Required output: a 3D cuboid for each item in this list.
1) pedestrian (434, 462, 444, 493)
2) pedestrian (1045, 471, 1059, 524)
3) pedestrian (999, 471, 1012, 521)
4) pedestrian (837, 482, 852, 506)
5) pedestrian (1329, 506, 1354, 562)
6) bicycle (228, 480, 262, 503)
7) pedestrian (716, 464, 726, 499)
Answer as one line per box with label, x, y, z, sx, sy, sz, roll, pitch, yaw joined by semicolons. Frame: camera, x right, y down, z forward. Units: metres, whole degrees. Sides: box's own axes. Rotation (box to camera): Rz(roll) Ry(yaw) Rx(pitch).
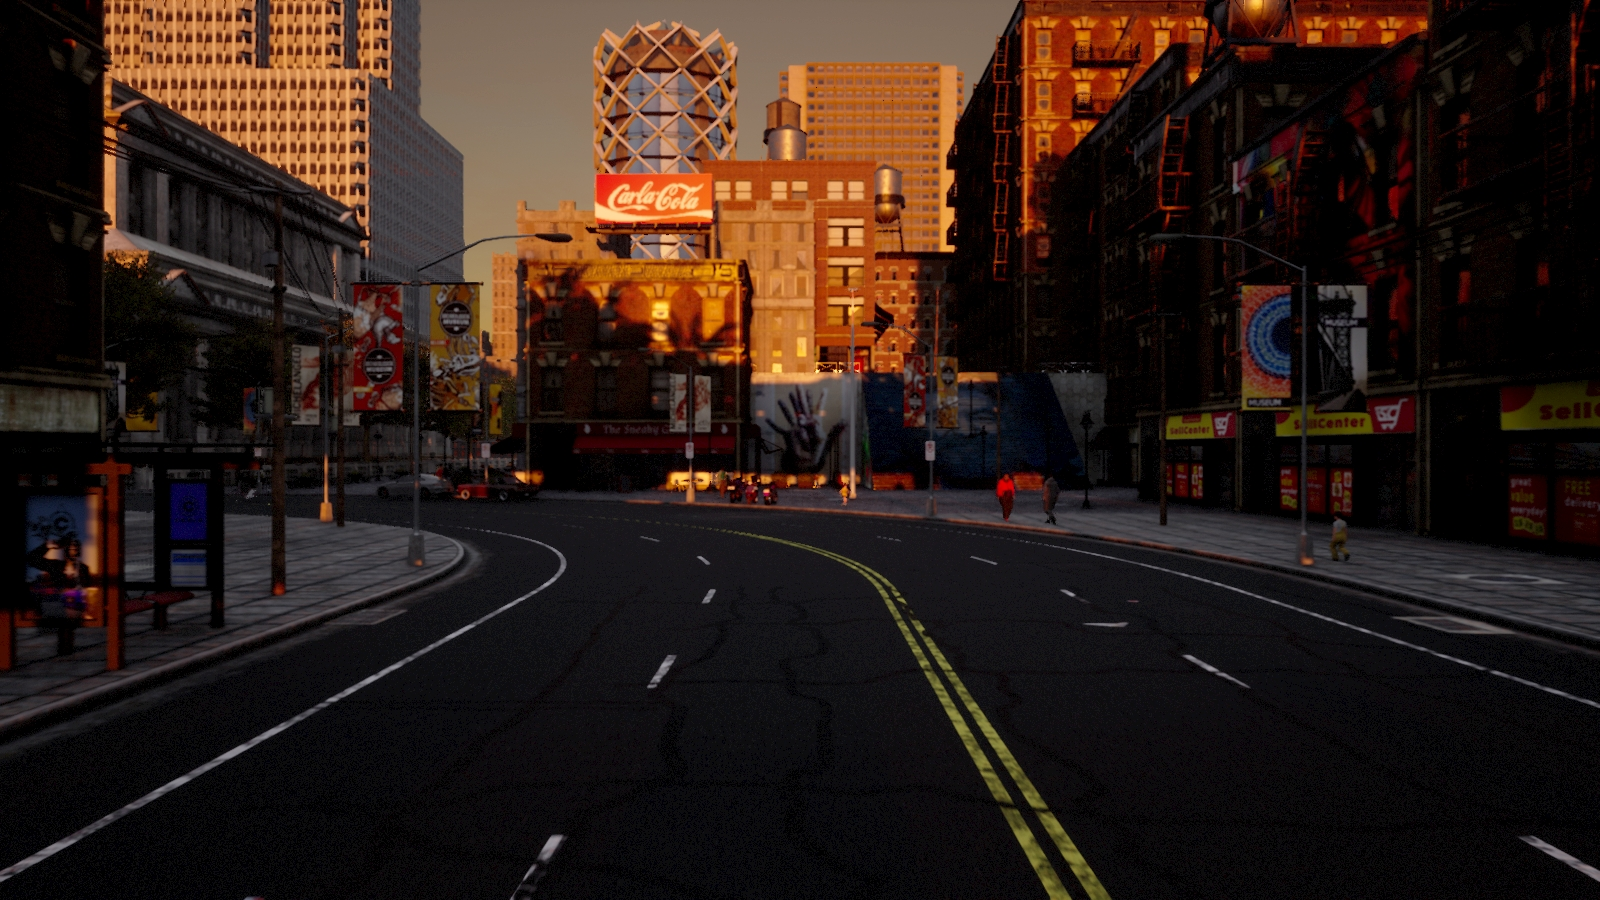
pedestrian;-22.105;1.697;69.970;0.375;1.860;0.375;0;0;28
pedestrian;8.970;1.696;40.697;0.375;1.860;0.375;0;0;-15
pedestrian;7.622;1.696;42.295;0.375;1.860;0.375;0;0;-7
pedestrian;2.075;2.076;53.546;0.500;1.100;0.500;0;0;-33
pedestrian;12.774;1.976;26.962;0.375;1.300;0.375;0;0;-18
bicycle;-29.654;2.210;61.038;1.835;1.171;0.329;0;0;15
pedestrian;-4.225;1.697;61.323;0.375;1.860;0.375;0;0;-44
